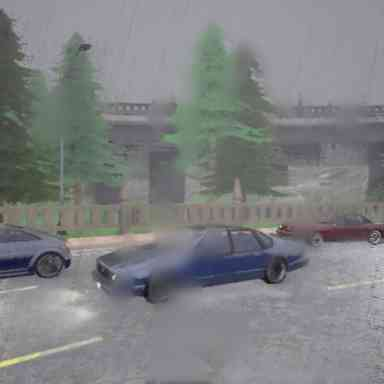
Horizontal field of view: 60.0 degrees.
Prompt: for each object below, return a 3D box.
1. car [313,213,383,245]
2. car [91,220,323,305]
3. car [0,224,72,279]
[{"bbox_3d":[6.085,1.569,14.309,4.718,1.301,1.895,0,0,-17],"label":"car"},{"bbox_3d":[0.431,1.523,8.095,5.357,1.411,2.033,0,0,-29],"label":"car"},{"bbox_3d":[-5.279,1.527,8.441,4.181,1.385,1.994,0,0,-32],"label":"car"}]
